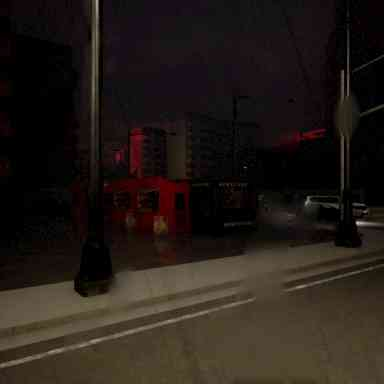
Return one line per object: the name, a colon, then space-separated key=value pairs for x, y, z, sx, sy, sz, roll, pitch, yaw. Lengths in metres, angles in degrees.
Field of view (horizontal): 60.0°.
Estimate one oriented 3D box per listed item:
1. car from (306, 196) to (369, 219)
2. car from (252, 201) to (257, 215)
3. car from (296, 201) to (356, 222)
car: x=12.797 y=1.339 z=29.946 sx=2.150 sy=2.045 sz=5.566 roll=0 pitch=-1 yaw=-36
car: x=5.396 y=1.685 z=34.197 sx=1.882 sy=1.535 sz=5.008 roll=0 pitch=-1 yaw=-36
car: x=10.578 y=1.667 z=27.037 sx=1.994 sy=1.385 sz=4.181 roll=0 pitch=-1 yaw=-36
